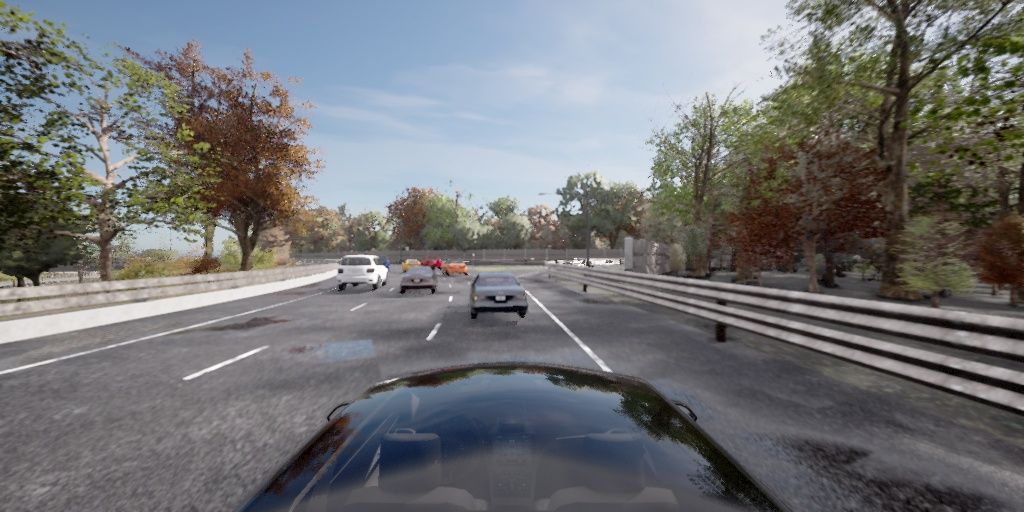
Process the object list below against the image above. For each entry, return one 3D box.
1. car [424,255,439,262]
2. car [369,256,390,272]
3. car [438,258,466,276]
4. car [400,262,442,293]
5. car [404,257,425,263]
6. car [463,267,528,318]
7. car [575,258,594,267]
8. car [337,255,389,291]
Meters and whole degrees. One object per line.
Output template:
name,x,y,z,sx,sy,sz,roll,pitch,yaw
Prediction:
car,-11.613,0.946,50.740,2.150,2.045,5.566,0,0,-26
car,-17.314,0.975,46.640,2.150,2.045,5.566,0,0,-25
car,-6.031,1.074,36.990,2.097,1.767,4.553,0,0,-18
car,-5.248,1.291,20.559,2.033,1.411,5.357,0,0,-10
car,-12.354,1.215,44.077,1.882,1.535,5.008,0,0,-23
car,-0.619,1.283,13.024,2.033,1.411,5.357,0,0,-7
car,11.506,1.113,57.875,2.128,1.511,4.902,0,0,43
car,-9.144,0.978,22.261,2.150,2.045,5.566,0,0,-11
